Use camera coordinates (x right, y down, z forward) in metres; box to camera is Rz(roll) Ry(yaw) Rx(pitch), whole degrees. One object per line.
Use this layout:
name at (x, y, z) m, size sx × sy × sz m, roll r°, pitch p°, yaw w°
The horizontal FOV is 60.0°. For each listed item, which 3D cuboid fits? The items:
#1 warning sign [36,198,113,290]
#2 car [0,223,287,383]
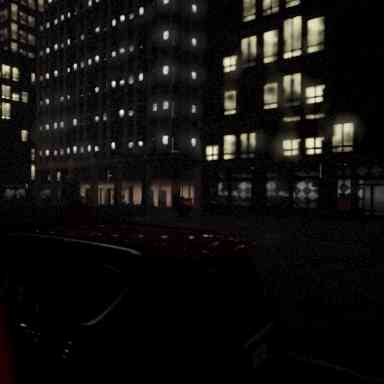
warning sign at (-2.704, 1.092, 7.726) m, size 1.060 × 1.860 × 1.300 m, roll 1°, pitch 0°, yaw 35°
car at (-1.439, 1.303, 3.893) m, size 5.009 × 1.841 × 2.192 m, roll 0°, pitch 0°, yaw 35°
